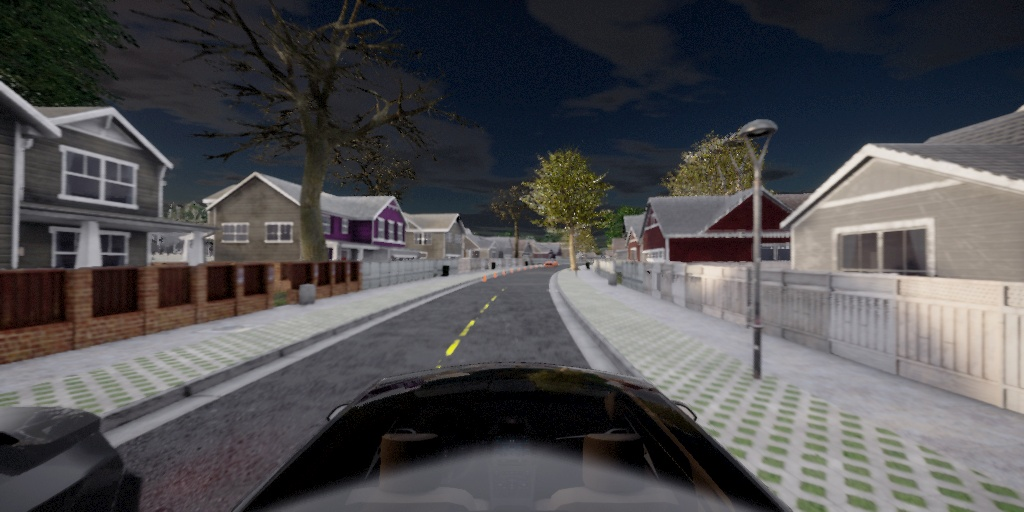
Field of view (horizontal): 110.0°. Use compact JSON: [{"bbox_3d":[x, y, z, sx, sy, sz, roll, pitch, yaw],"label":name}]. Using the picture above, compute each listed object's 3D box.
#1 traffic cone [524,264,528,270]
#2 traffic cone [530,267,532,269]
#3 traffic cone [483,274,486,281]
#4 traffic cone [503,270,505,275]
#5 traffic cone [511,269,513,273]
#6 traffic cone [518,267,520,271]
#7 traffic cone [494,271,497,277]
[{"bbox_3d":[1.965,1.815,54.154,0.340,0.580,0.340,0,0,13],"label":"traffic cone"},{"bbox_3d":[3.110,1.836,59.075,0.340,0.580,0.340,0,0,14],"label":"traffic cone"},{"bbox_3d":[-2.231,1.740,29.259,0.340,0.580,0.340,0,0,7],"label":"traffic cone"},{"bbox_3d":[-0.860,1.763,39.268,0.340,0.580,0.340,0,0,9],"label":"traffic cone"},{"bbox_3d":[-0.020,1.778,44.248,0.340,0.580,0.340,0,0,10],"label":"traffic cone"},{"bbox_3d":[0.921,1.795,49.212,0.340,0.580,0.340,0,0,11],"label":"traffic cone"},{"bbox_3d":[-1.597,1.751,34.271,0.340,0.580,0.340,0,0,8],"label":"traffic cone"}]
